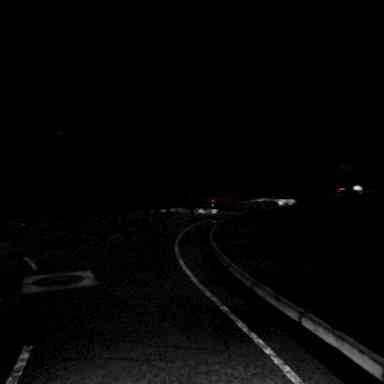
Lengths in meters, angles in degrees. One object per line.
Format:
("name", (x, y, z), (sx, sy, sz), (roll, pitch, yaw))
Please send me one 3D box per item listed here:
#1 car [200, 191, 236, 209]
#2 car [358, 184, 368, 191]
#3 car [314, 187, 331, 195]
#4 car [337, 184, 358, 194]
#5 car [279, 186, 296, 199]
("car", (2.846, 0.835, 35.945), (2.097, 1.767, 4.553), (0, 1, 40))
("car", (34.951, -0.894, 69.282), (1.812, 1.442, 4.674), (0, 2, 40))
("car", (24.129, -0.250, 61.417), (2.128, 1.511, 4.902), (0, 2, 40))
("car", (28.275, -0.368, 61.292), (2.128, 1.511, 4.902), (0, 2, 40))
("car", (14.919, 0.037, 50.432), (2.097, 1.767, 4.553), (0, 7, 40))
